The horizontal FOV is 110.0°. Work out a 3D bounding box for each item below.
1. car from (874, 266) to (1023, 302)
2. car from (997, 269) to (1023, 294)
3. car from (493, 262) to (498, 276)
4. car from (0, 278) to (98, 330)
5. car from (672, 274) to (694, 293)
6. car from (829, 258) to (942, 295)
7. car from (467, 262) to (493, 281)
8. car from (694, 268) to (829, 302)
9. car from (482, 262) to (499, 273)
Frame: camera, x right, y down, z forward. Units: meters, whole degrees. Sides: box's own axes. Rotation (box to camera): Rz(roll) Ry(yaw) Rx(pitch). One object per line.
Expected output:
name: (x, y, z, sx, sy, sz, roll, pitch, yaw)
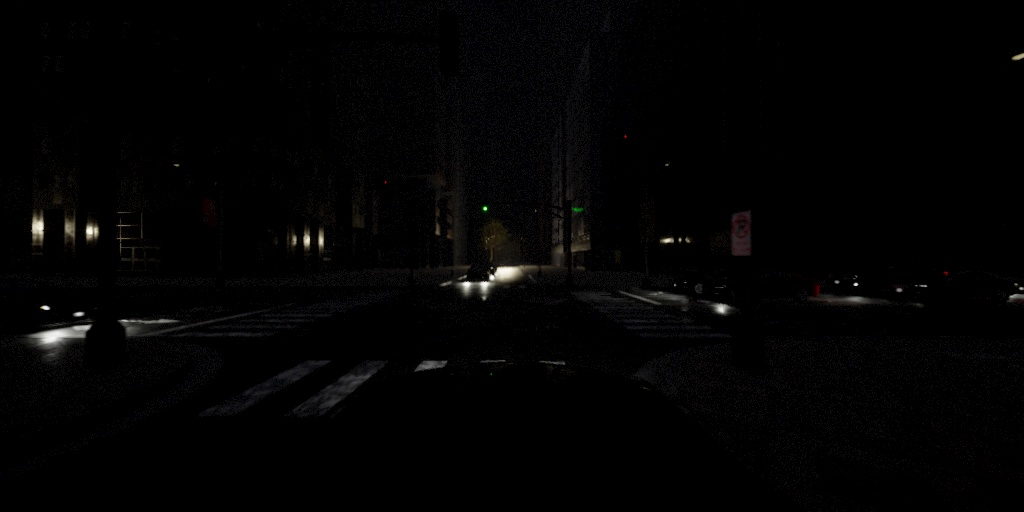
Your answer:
car: (21.316, 1.401, 17.471, 4.902, 1.511, 2.128, 0, 0, 0)
car: (32.023, 1.494, 20.678, 5.357, 1.411, 2.033, 0, 0, 0)
car: (-3.149, 1.473, 43.852, 2.097, 1.767, 4.553, 0, -1, 0)
car: (-15.772, 1.375, 10.888, 5.357, 1.411, 2.033, 0, 0, 0)
car: (11.836, 1.426, 20.763, 4.892, 1.490, 1.837, 0, 0, -1)
car: (21.567, 1.154, 20.708, 5.566, 2.045, 2.150, 0, 0, 1)
car: (-3.128, 1.512, 34.071, 1.882, 1.535, 5.008, 0, -1, 1)
car: (11.992, 1.376, 17.507, 5.008, 1.535, 1.882, 0, 0, 1)
car: (-3.167, 1.700, 53.766, 2.128, 1.511, 4.902, 0, -1, 0)
